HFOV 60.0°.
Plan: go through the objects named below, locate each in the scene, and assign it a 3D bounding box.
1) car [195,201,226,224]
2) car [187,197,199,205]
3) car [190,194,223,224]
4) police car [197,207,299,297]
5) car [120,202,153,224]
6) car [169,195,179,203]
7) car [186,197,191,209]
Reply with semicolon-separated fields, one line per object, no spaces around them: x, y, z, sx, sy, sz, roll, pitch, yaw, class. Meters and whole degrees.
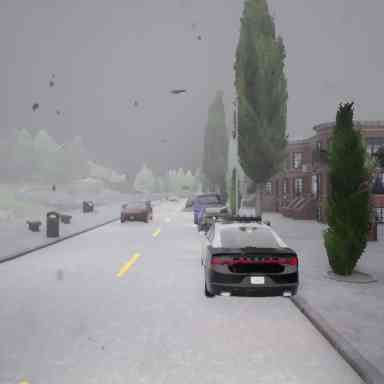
1.238;1.505;18.618;1.837;1.490;4.892;0;0;0;car
0.125;1.564;58.925;1.994;1.385;4.181;0;0;0;car
1.191;1.174;24.649;2.150;2.045;5.566;-3;0;0;car
1.218;1.425;8.729;1.930;1.638;5.238;0;0;0;police car
-4.048;1.477;24.984;1.882;1.535;5.008;0;0;0;car
-3.853;1.477;70.206;1.882;1.535;5.008;0;0;0;car
0.115;1.601;46.190;1.895;1.301;4.718;0;0;1;car
